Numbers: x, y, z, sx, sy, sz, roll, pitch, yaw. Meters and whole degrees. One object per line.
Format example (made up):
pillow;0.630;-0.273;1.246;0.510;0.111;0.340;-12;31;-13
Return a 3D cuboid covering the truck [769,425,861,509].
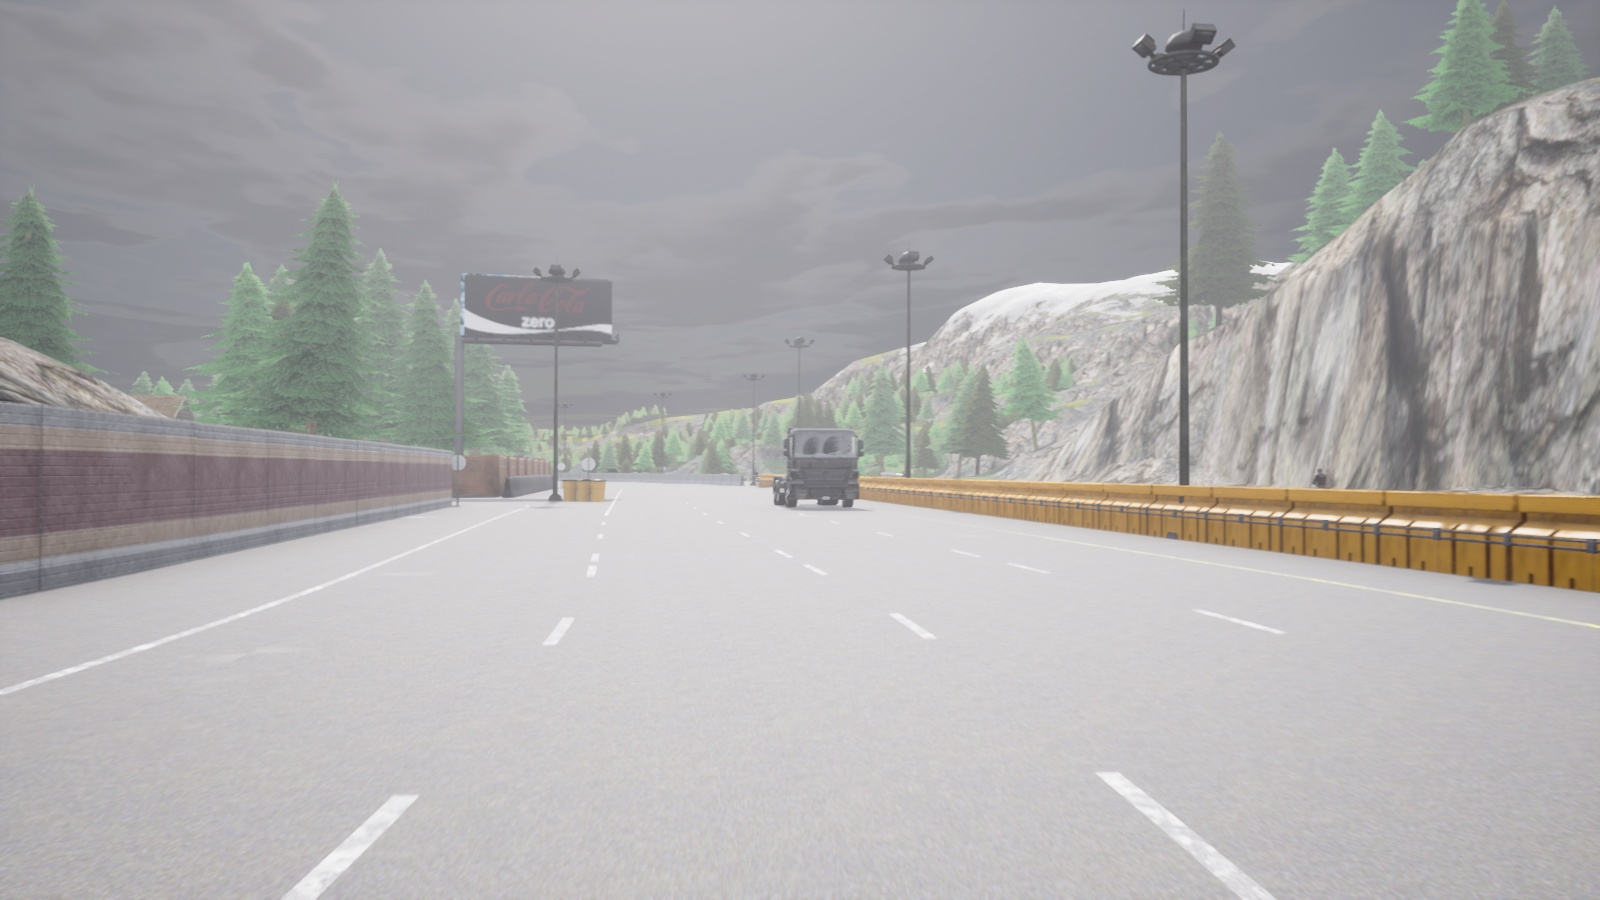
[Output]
truck;0.530;0.756;55.306;2.891;3.462;7.936;0;-1;-8
